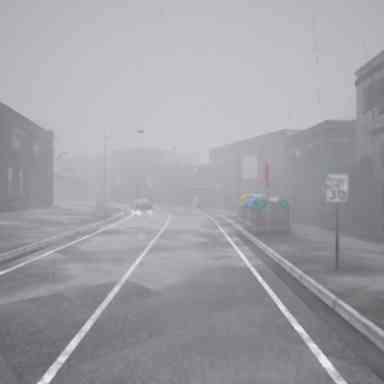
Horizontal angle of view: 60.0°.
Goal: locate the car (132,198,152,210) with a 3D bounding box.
[{"bbox_3d":[-6.205,1.461,41.282,1.812,1.442,4.674,1,0,-19],"label":"car"}]
